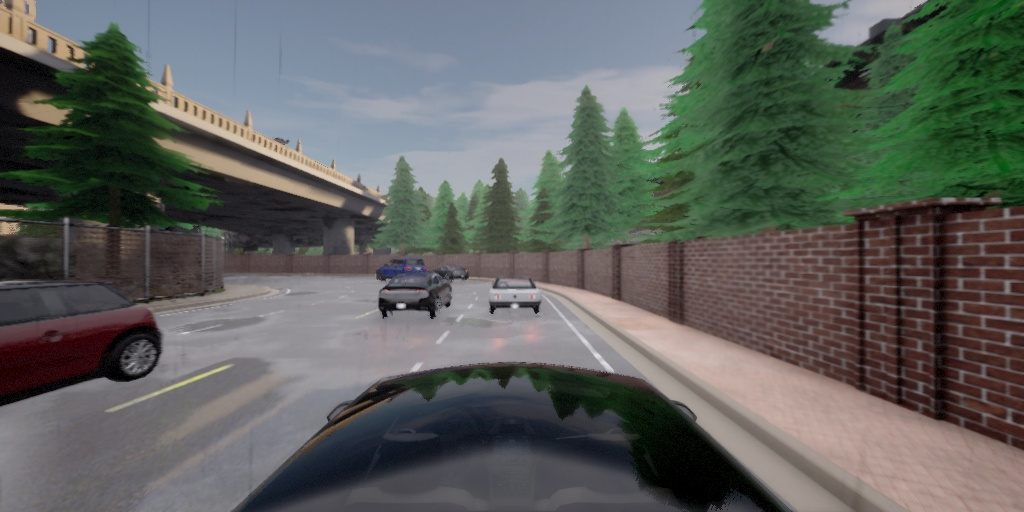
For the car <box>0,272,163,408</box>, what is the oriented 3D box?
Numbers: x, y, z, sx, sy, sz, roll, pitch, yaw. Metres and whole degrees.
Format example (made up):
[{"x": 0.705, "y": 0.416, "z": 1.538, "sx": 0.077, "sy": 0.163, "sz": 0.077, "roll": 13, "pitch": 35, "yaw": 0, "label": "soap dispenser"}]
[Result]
[{"x": -7.113, "y": 1.124, "z": 4.251, "sx": 2.097, "sy": 1.767, "sz": 4.553, "roll": 0, "pitch": 0, "yaw": 0, "label": "car"}]

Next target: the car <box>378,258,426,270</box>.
[{"x": -9.485, "y": 1.224, "z": 30.744, "sx": 5.566, "sy": 2.045, "sz": 2.150, "roll": 0, "pitch": -1, "yaw": 44, "label": "car"}]

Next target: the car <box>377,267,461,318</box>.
[{"x": -3.418, "y": 1.343, "z": 13.440, "sx": 2.128, "sy": 1.511, "sz": 4.902, "roll": 0, "pitch": -1, "yaw": 0, "label": "car"}]

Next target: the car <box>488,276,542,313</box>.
[{"x": 0.049, "y": 1.463, "z": 14.584, "sx": 1.895, "sy": 1.301, "sz": 4.718, "roll": 0, "pitch": 0, "yaw": -1, "label": "car"}]

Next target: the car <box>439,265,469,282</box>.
[{"x": -5.705, "y": 1.504, "z": 31.843, "sx": 2.128, "sy": 1.511, "sz": 4.902, "roll": 1, "pitch": -1, "yaw": -40, "label": "car"}]
